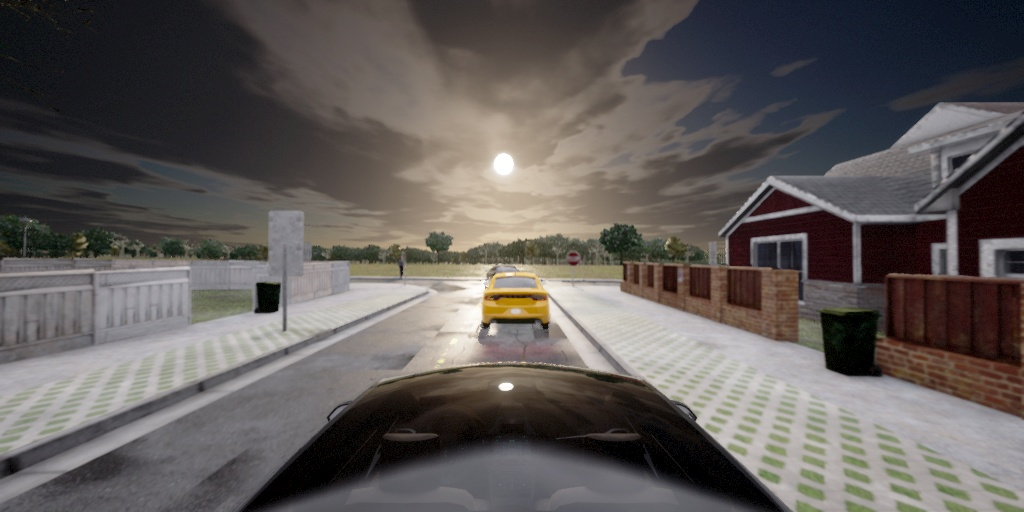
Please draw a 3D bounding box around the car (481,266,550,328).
[{"bbox_3d":[0.100,1.267,11.634,1.882,1.535,5.008,0,0,0],"label":"car"}]

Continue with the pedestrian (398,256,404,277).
[{"bbox_3d":[-9.696,0.935,31.503,0.375,1.860,0.375,0,-1,0],"label":"pedestrian"}]
